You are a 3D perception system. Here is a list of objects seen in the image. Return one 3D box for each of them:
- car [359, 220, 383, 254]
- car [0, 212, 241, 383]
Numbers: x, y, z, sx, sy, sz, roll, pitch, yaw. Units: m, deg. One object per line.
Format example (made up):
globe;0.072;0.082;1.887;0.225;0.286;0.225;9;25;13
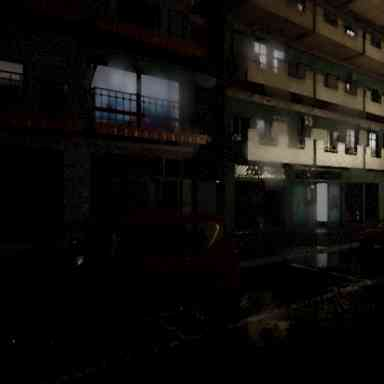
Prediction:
car;7.845;1.520;12.104;4.507;1.381;1.887;0;0;-35
car;-1.397;1.311;5.560;5.009;1.841;2.192;0;0;-35
